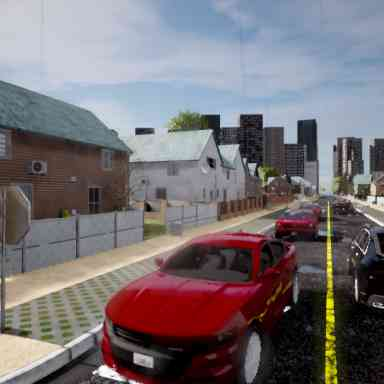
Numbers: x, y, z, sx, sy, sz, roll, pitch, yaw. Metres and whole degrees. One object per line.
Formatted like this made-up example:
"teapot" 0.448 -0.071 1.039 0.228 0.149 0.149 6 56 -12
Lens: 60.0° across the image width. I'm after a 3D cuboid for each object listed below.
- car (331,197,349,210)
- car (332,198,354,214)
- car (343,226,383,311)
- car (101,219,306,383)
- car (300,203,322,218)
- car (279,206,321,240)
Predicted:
"car" 19.797 1.508 44.597 2.128 1.511 4.902 0 0 22
"car" 15.905 1.504 34.987 2.128 1.511 4.902 0 0 23
"car" 4.534 1.507 7.352 1.837 1.490 4.892 0 0 22
"car" 0.590 1.483 5.712 1.882 1.535 5.008 0 0 26
"car" 9.728 1.613 27.513 1.895 1.301 4.718 0 0 22
"car" 5.521 1.609 17.267 1.895 1.301 4.718 0 0 22
